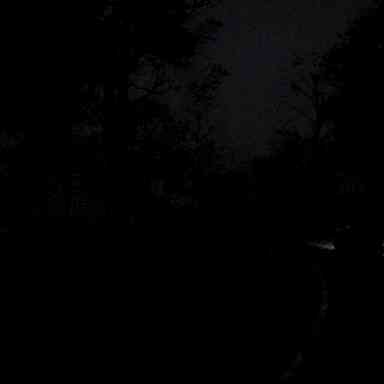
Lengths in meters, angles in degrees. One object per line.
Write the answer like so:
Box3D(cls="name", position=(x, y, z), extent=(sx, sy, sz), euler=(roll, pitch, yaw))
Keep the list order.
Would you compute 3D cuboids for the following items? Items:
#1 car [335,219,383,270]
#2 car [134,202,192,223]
Box3D(cls="car", position=(6.280, 1.591, 11.108), extent=(1.994, 1.385, 4.181), euler=(0, 0, 8))
Box3D(cls="car", position=(-2.428, 1.598, 27.058), extent=(5.008, 1.535, 1.882), euler=(0, -1, 31))
